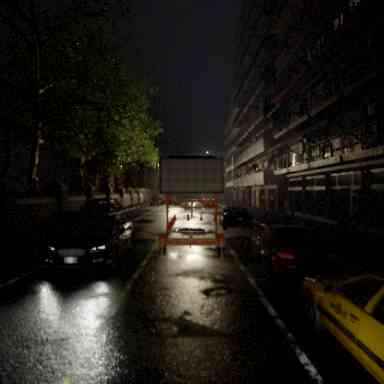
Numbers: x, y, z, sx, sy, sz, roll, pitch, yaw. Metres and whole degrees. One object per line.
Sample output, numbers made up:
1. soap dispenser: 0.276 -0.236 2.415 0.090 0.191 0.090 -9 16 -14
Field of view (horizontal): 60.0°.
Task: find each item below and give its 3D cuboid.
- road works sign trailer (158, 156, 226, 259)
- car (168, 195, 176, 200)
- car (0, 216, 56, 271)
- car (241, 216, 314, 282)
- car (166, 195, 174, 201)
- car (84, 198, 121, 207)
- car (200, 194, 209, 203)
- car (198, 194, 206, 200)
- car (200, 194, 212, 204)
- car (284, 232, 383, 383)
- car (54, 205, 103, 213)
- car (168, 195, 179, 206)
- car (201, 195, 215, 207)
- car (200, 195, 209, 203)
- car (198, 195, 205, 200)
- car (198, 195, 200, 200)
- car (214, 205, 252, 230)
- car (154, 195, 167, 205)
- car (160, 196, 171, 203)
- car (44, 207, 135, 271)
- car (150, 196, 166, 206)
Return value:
1. road works sign trailer: -0.006 0.449 12.448 2.380 3.560 2.880 0 0 0
2. car: -5.739 1.511 93.879 2.008 1.369 4.403 0 0 0
3. car: -5.695 1.570 9.424 1.802 1.307 4.206 0 0 0
4. car: 2.685 1.570 9.429 1.802 1.307 4.206 0 0 0
5. car: -5.736 1.483 88.078 1.752 1.417 4.829 0 0 0
6. car: -5.701 1.291 20.687 2.192 1.841 5.009 0 0 0
7. car: 2.661 1.500 54.472 1.887 1.381 4.507 0 0 0
8. car: 2.644 1.397 88.253 1.967 1.590 4.097 0 0 0
9. car: 2.655 1.269 65.732 2.192 1.841 5.009 0 0 0
10. car: 2.688 1.520 3.969 1.752 1.417 4.829 0 0 0
11. car: -5.698 1.526 15.055 1.887 1.381 4.507 0 0 0
12. car: -3.028 1.559 55.194 2.033 1.411 5.357 0 0 0
13. car: 2.665 1.501 48.842 1.887 1.381 4.507 0 0 0
14. car: 2.653 1.394 71.363 1.967 1.590 4.097 0 0 0
15. car: 2.642 1.526 93.884 1.947 1.339 4.313 0 0 0
16. car: 2.659 1.395 60.102 1.967 1.590 4.097 0 0 0
17. car: 2.679 1.541 20.692 1.947 1.339 4.313 0 0 0
18. car: -5.722 1.395 60.096 1.967 1.590 4.097 0 0 0
19. car: -5.727 1.505 71.358 2.008 1.369 4.403 0 0 0
20. car: -3.105 1.477 10.947 2.128 1.511 4.902 0 0 0
21. car: -5.719 1.396 54.468 1.967 1.590 4.097 0 0 0
